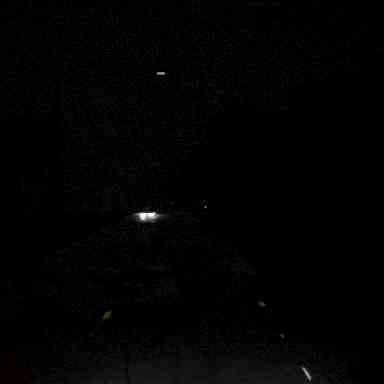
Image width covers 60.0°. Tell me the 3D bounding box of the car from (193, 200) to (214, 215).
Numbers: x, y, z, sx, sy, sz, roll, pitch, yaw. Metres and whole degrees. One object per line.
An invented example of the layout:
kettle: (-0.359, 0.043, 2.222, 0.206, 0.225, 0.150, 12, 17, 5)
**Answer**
car: (1.236, 1.693, 38.200, 2.163, 1.488, 4.792, 0, -1, -6)

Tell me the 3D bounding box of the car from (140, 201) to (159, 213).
car: (-5.883, 1.977, 44.452, 2.128, 1.511, 4.902, 0, -1, -7)

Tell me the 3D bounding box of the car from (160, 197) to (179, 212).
car: (-3.098, 1.805, 48.729, 2.150, 2.045, 5.566, 0, -1, -8)
